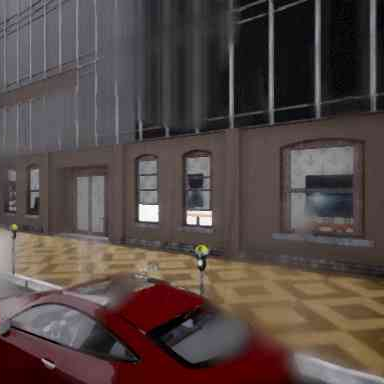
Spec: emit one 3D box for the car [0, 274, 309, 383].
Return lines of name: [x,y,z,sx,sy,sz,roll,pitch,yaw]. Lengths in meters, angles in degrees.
car: [-0.942,1.579,3.546,4.206,1.307,1.802,0,0,36]
